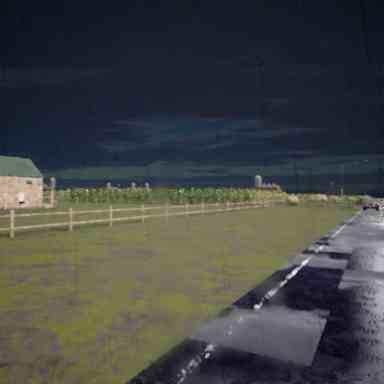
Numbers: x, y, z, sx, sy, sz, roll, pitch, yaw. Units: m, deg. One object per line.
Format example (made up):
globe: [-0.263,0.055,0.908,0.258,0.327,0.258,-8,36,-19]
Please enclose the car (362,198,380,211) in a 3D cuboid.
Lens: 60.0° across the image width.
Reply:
car: [28.254,1.937,52.565,2.150,2.045,5.566,0,-1,29]
